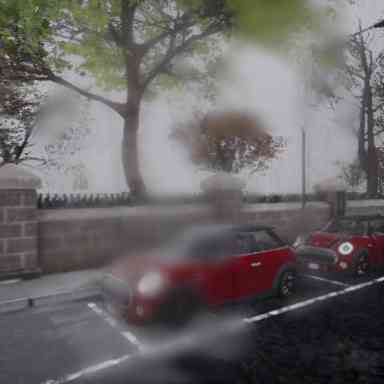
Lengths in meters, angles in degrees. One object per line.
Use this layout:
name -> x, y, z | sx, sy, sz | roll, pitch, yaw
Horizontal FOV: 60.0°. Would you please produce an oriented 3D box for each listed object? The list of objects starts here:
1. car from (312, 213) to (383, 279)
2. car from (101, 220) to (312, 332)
car -> 4.863, 1.445, 10.027 | 4.097, 1.590, 1.967 | 0, 0, -35
car -> 0.280, 1.442, 6.760 | 4.097, 1.590, 1.967 | 0, 0, -35
